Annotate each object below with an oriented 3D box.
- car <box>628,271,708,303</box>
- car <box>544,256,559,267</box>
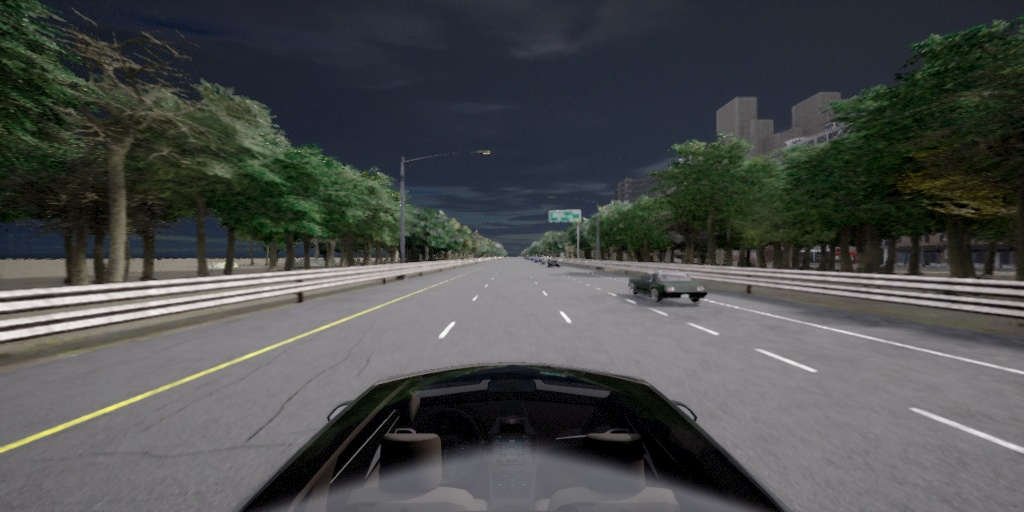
[{"bbox_3d":[7.006,1.357,16.740,1.895,1.301,4.718,0,0,0],"label":"car"},{"bbox_3d":[7.185,1.252,63.698,1.837,1.490,4.892,0,0,0],"label":"car"}]
